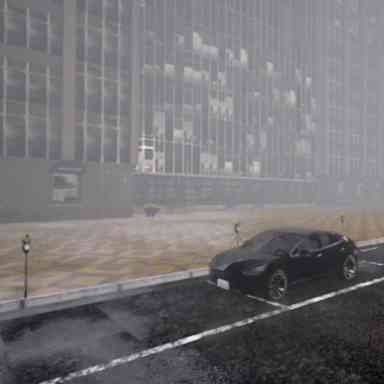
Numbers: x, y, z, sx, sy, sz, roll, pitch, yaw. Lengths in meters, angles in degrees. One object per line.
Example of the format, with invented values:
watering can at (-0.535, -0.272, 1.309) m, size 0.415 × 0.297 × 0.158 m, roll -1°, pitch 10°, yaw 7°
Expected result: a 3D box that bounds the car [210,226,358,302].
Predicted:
car at (2.436, 1.568, 8.289) m, size 4.313 × 1.339 × 1.947 m, roll 0°, pitch 1°, yaw -36°
